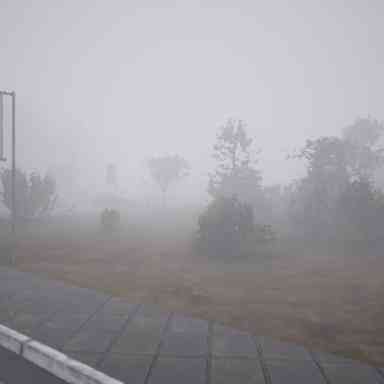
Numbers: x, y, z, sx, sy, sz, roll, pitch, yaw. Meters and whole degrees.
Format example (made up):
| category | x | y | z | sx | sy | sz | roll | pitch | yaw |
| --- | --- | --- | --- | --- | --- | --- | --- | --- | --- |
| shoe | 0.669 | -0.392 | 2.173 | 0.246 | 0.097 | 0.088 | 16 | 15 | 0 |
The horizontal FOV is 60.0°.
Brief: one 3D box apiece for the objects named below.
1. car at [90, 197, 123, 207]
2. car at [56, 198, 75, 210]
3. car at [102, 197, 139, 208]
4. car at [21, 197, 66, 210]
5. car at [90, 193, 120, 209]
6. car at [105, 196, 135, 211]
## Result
| category | x | y | z | sx | sy | sz | roll | pitch | yaw |
| --- | --- | --- | --- | --- | --- | --- | --- | --- | --- |
| car | -13.227 | 1.521 | 51.800 | 1.895 | 1.301 | 4.718 | 0 | 1 | 39 |
| car | -17.021 | 1.482 | 41.513 | 2.128 | 1.511 | 4.902 | 0 | 0 | 39 |
| car | -10.559 | 1.469 | 49.534 | 2.033 | 1.411 | 5.357 | 0 | 1 | 39 |
| car | -19.552 | 1.481 | 43.952 | 2.128 | 1.511 | 4.902 | 0 | 0 | 39 |
| car | -10.581 | 1.184 | 43.615 | 2.150 | 2.045 | 5.566 | 0 | 0 | 39 |
| car | -8.075 | 1.529 | 41.144 | 1.994 | 1.385 | 4.181 | 0 | 0 | 39 |
